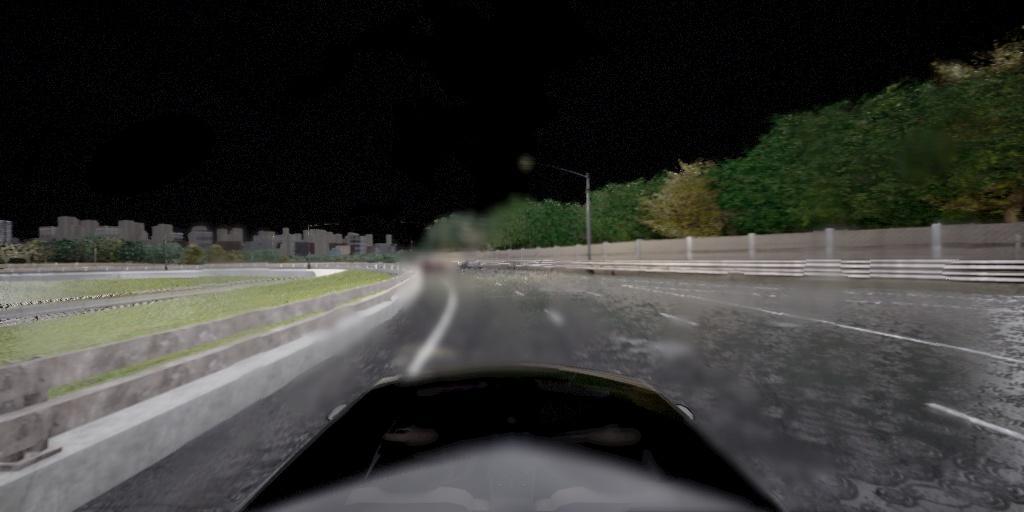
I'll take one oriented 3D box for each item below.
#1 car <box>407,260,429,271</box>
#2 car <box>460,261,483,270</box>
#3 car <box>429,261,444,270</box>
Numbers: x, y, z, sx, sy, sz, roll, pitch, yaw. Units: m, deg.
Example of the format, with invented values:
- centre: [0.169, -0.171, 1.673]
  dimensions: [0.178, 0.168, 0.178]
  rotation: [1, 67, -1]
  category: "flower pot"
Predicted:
- centre: [-14.998, 1.427, 55.522]
  dimensions: [2.097, 1.767, 4.553]
  rotation: [-1, 0, -31]
  category: "car"
- centre: [-6.263, 1.439, 54.530]
  dimensions: [2.033, 1.411, 5.357]
  rotation: [-1, 0, -29]
  category: "car"
- centre: [-12.815, 1.507, 58.687]
  dimensions: [1.882, 1.535, 5.008]
  rotation: [-1, 0, -32]
  category: "car"
